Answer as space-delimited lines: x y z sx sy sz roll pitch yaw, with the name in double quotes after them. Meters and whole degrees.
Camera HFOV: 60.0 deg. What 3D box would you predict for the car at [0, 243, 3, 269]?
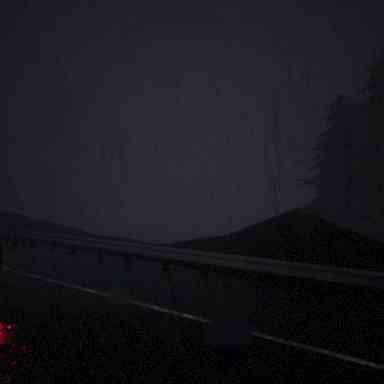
-7.011 1.563 9.013 4.902 1.511 2.128 0 0 36 "car"
